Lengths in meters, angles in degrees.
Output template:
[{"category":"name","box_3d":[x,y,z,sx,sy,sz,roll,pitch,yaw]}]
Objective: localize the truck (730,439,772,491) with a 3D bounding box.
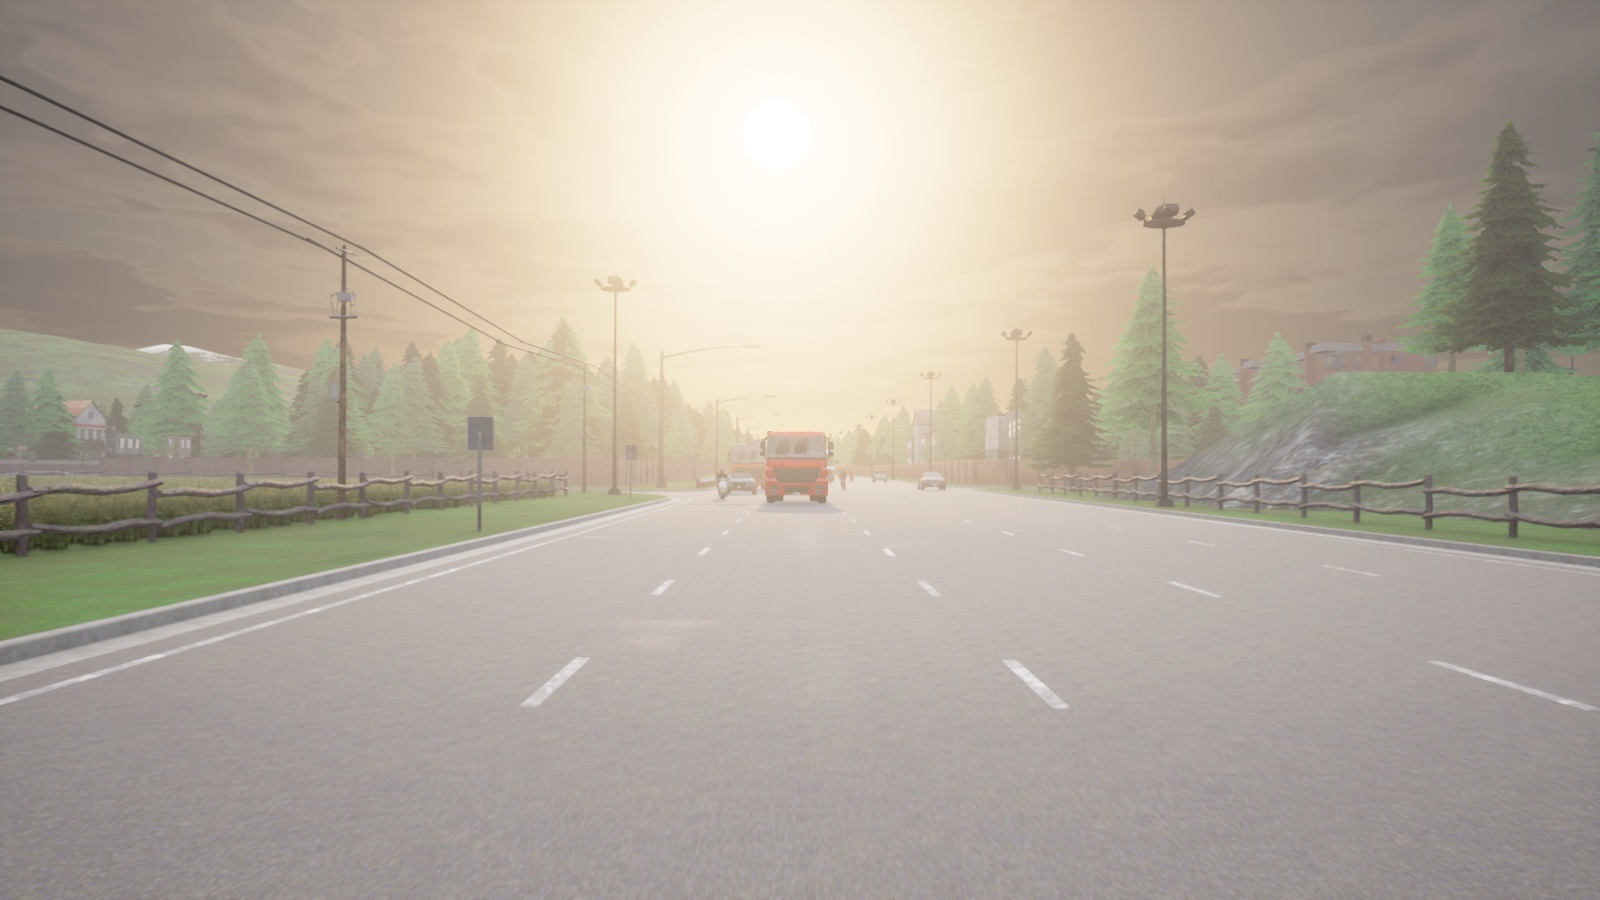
[{"category":"truck","box_3d":[-3.741,1.169,97.397,2.891,3.827,8.468,0,-1,0]}]

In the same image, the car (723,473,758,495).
[{"category":"car","box_3d":[-3.690,2.107,78.581,1.994,1.385,4.181,0,-1,0]}]

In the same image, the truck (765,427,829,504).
[{"category":"truck","box_3d":[-0.151,0.771,60.743,2.891,3.462,7.936,0,-1,0]}]

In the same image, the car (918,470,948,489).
[{"category":"car","box_3d":[10.264,2.302,97.287,1.812,1.442,4.674,0,-1,0]}]

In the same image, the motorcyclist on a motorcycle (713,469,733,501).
[{"category":"motorcyclist on a motorcycle","box_3d":[-3.950,1.779,64.495,0.866,1.590,1.817,-1,-1,-7]}]
